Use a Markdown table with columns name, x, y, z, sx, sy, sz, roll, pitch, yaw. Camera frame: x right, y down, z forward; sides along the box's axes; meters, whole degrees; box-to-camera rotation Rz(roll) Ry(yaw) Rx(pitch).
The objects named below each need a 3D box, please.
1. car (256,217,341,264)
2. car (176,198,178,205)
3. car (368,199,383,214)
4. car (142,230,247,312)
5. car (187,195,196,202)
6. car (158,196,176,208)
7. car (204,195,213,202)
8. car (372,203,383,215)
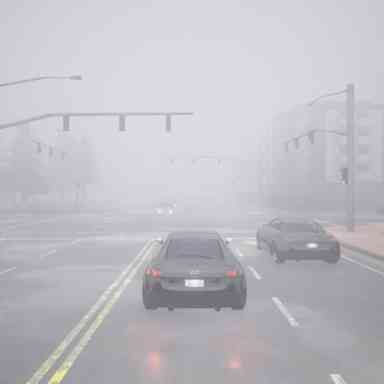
| name | x | y | z | sx | sy | sz | roll | pitch | yaw |
| --- | --- | --- | --- | --- | --- | --- | --- | --- | --- |
| car | 3.575 | 1.564 | 11.904 | 1.994 | 1.385 | 4.181 | 0 | 0 | 0 |
| car | -3.592 | 1.504 | 60.515 | 1.837 | 1.490 | 4.892 | 0 | 0 | 0 |
| car | 21.325 | 1.491 | 34.564 | 4.902 | 1.511 | 2.128 | 0 | 0 | -1 |
| car | 0.055 | 1.564 | 7.819 | 1.994 | 1.385 | 4.181 | 0 | 0 | 0 |
| car | -0.041 | 1.391 | 71.327 | 1.994 | 1.385 | 4.181 | 0 | 0 | 0 |
| car | -3.610 | 1.525 | 47.134 | 1.812 | 1.442 | 4.674 | 0 | 0 | 0 |
| car | 3.459 | 1.363 | 71.343 | 2.128 | 1.511 | 4.902 | 0 | 0 | 0 |
| car | 19.886 | 1.504 | 31.044 | 4.892 | 1.490 | 1.837 | 0 | 0 | -1 |
